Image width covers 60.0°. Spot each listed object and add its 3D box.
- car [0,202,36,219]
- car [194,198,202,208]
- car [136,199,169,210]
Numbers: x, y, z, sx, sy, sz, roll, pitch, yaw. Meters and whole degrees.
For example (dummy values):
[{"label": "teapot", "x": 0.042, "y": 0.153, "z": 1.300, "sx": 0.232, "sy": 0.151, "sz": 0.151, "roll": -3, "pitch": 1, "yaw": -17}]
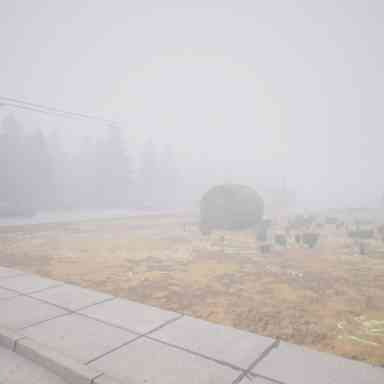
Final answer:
[{"label": "car", "x": -15.937, "y": 1.590, "z": 28.984, "sx": 1.994, "sy": 1.385, "sz": 4.181, "roll": 0, "pitch": 0, "yaw": 36}, {"label": "car", "x": 2.088, "y": 1.552, "z": 47.168, "sx": 1.812, "sy": 1.442, "sz": 4.674, "roll": 0, "pitch": 0, "yaw": 36}, {"label": "car", "x": -5.143, "y": 1.627, "z": 43.589, "sx": 1.895, "sy": 1.301, "sz": 4.718, "roll": 0, "pitch": 0, "yaw": 37}]
